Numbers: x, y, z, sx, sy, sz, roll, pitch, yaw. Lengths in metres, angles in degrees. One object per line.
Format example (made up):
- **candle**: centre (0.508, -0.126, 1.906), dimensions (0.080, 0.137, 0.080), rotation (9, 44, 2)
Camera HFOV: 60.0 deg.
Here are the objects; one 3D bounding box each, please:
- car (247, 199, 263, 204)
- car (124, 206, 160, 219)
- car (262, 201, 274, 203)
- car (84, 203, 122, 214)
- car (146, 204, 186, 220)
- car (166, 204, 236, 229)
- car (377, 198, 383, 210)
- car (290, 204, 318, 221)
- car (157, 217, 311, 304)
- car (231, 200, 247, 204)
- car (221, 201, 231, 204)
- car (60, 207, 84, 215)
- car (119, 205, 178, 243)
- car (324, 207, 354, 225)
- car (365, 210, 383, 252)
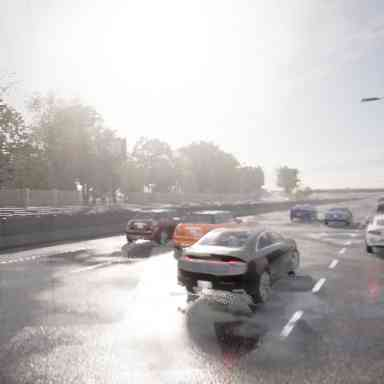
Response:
- **car**: centre (14.595, 2.529, 74.058), dimensions (2.097, 1.767, 4.553), rotation (-1, -1, 30)
- **car**: centre (-5.715, 2.353, 38.784), dimensions (1.994, 1.385, 4.181), rotation (-1, -1, 30)
- **car**: centre (17.398, 2.697, 71.901), dimensions (1.895, 1.301, 4.718), rotation (-1, -1, 30)
- **car**: centre (-9.775, 2.193, 38.745), dimensions (2.097, 1.767, 4.553), rotation (-1, -1, 30)
- **car**: centre (-2.753, 2.194, 36.924), dimensions (1.882, 1.535, 5.008), rotation (-1, -1, 30)
- **car**: centre (1.101, 1.619, 15.119), dimensions (2.097, 1.767, 4.553), rotation (-1, -1, 30)
- **car**: centre (26.645, 1.985, 45.814), dimensions (1.882, 1.535, 5.008), rotation (-1, -1, 30)
- **car**: centre (10.894, 1.930, 32.197), dimensions (1.882, 1.535, 5.008), rotation (-1, -1, 30)
- **car**: centre (1.458, 1.637, 8.692), dimensions (2.128, 1.511, 4.902), rotation (-1, -1, 30)
- **car**: centre (11.145, 2.601, 75.074), dimensions (2.097, 1.767, 4.553), rotation (-1, -1, 30)
- **car**: centre (8.095, 2.817, 76.784), dimensions (1.837, 1.490, 4.892), rotation (-1, -1, 30)
- **car**: centre (-13.142, 2.453, 39.908), dimensions (2.033, 1.411, 5.357), rotation (-1, -1, 30)
- **car**: centre (-1.413, 1.700, 17.769), dimensions (2.097, 1.767, 4.553), rotation (-1, -1, 30)
- **car**: centre (12.003, 1.892, 27.100), dimensions (2.033, 1.411, 5.357), rotation (-1, -1, 30)
- **car**: centre (8.431, 1.677, 14.026), dimensions (1.812, 1.442, 4.674), rotation (-1, -1, 30)
